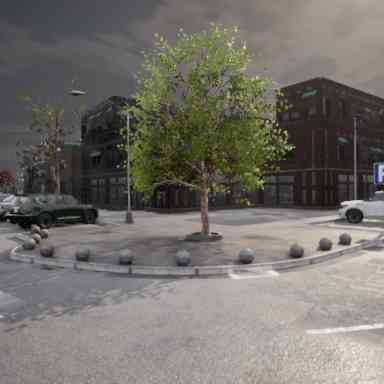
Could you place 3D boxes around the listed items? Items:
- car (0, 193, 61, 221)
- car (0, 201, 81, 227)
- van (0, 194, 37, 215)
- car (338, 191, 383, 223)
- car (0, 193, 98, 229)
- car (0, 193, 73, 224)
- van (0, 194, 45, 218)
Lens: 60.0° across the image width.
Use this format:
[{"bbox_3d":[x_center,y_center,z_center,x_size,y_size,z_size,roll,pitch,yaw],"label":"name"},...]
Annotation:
[{"bbox_3d":[-14.152,1.141,27.852,2.435,2.045,5.566,0,0,31],"label":"car"},{"bbox_3d":[-10.408,1.418,23.259,2.163,1.488,4.792,0,0,31],"label":"car"},{"bbox_3d":[-17.820,1.171,32.573,1.878,1.987,4.442,0,0,31],"label":"van"},{"bbox_3d":[12.043,0.906,20.525,5.566,2.045,2.435,-1,0,32],"label":"car"},{"bbox_3d":[-8.538,1.135,21.019,2.435,2.045,5.566,0,0,31],"label":"car"},{"bbox_3d":[-12.286,1.139,25.555,2.435,2.045,5.566,0,0,31],"label":"car"},{"bbox_3d":[-15.954,1.169,30.276,1.878,1.987,4.442,0,0,31],"label":"van"}]
